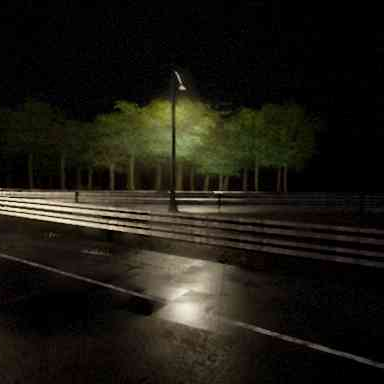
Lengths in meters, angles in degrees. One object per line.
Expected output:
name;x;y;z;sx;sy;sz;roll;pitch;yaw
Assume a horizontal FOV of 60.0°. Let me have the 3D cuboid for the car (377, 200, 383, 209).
car;18.841;0.643;29.496;4.553;1.767;2.097;0;1;-5
